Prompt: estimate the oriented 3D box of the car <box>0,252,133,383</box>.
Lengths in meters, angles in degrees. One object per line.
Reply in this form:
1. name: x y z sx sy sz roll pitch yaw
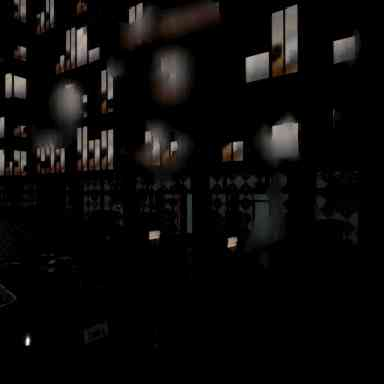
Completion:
1. car: -2.733 1.566 4.836 4.313 1.339 1.947 0 0 36
